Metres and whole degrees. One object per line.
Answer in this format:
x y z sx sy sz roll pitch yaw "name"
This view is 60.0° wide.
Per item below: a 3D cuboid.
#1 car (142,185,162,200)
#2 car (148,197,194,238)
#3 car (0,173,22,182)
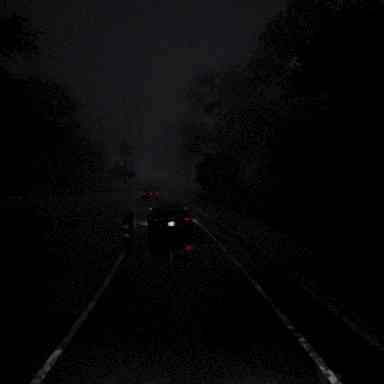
-4.035 -0.003 33.645 2.033 1.411 5.357 0 5 -5 "car"
-1.088 1.208 15.750 1.994 1.385 4.181 -1 3 -7 "car"
-37.066 -3.058 67.440 2.097 1.767 4.553 3 5 34 "car"
